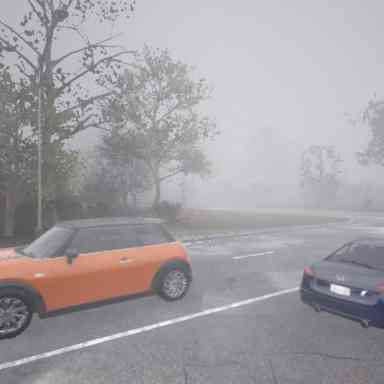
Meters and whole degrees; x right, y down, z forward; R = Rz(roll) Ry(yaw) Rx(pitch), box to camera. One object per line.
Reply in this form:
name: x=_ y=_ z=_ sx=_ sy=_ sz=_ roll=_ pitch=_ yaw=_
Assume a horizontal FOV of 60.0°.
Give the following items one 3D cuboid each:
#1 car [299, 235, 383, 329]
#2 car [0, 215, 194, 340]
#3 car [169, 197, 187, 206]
car: x=4.054 y=1.564 z=6.586 sx=4.181 sy=1.385 sz=1.994 roll=0 pitch=0 yaw=-35
car: x=-2.244 y=1.352 z=6.670 sx=4.553 sy=1.767 sz=2.097 roll=0 pitch=0 yaw=-35
car: x=-3.074 y=1.608 z=52.782 sx=4.902 sy=1.511 sz=2.128 roll=-1 pitch=0 yaw=40
